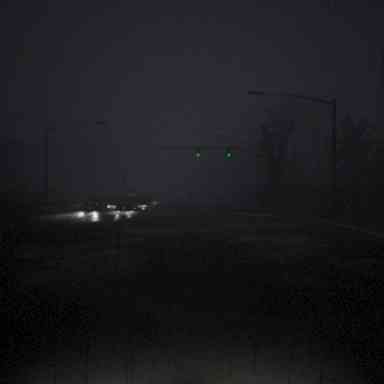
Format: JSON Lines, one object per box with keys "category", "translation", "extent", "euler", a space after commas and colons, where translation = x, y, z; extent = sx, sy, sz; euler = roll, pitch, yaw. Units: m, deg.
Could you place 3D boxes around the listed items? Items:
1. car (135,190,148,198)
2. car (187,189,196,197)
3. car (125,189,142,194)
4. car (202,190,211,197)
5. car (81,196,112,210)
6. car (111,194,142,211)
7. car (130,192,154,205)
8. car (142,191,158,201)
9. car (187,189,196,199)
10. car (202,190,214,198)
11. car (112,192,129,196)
{"category": "car", "translation": [-10.573, 0.477, 69.531], "extent": [1.882, 1.535, 5.008], "euler": [0, 1, 0]}
{"category": "car", "translation": [-0.083, 0.128, 78.861], "extent": [2.097, 1.767, 4.553], "euler": [0, 1, 0]}
{"category": "car", "translation": [-10.586, 0.528, 57.425], "extent": [2.150, 2.045, 5.566], "euler": [0, 1, 0]}
{"category": "car", "translation": [3.417, 0.296, 78.899], "extent": [1.812, 1.442, 4.674], "euler": [0, 1, 0]}
{"category": "car", "translation": [-10.640, 1.298, 36.832], "extent": [1.895, 1.301, 4.718], "euler": [0, 1, 0]}
{"category": "car", "translation": [-7.169, 1.238, 37.026], "extent": [2.033, 1.411, 5.357], "euler": [0, 1, -2]}
{"category": "car", "translation": [-7.133, 1.060, 47.675], "extent": [2.033, 1.411, 5.357], "euler": [0, 1, 1]}
{"category": "car", "translation": [-7.082, 0.765, 58.237], "extent": [1.882, 1.535, 5.008], "euler": [0, 1, 0]}
{"category": "car", "translation": [-0.071, 0.582, 68.369], "extent": [2.033, 1.411, 5.357], "euler": [0, 1, 0]}
{"category": "car", "translation": [3.428, 0.624, 68.770], "extent": [1.895, 1.301, 4.718], "euler": [0, 1, 0]}
{"category": "car", "translation": [-10.633, 1.095, 46.722], "extent": [1.994, 1.385, 4.181], "euler": [0, 1, 0]}
